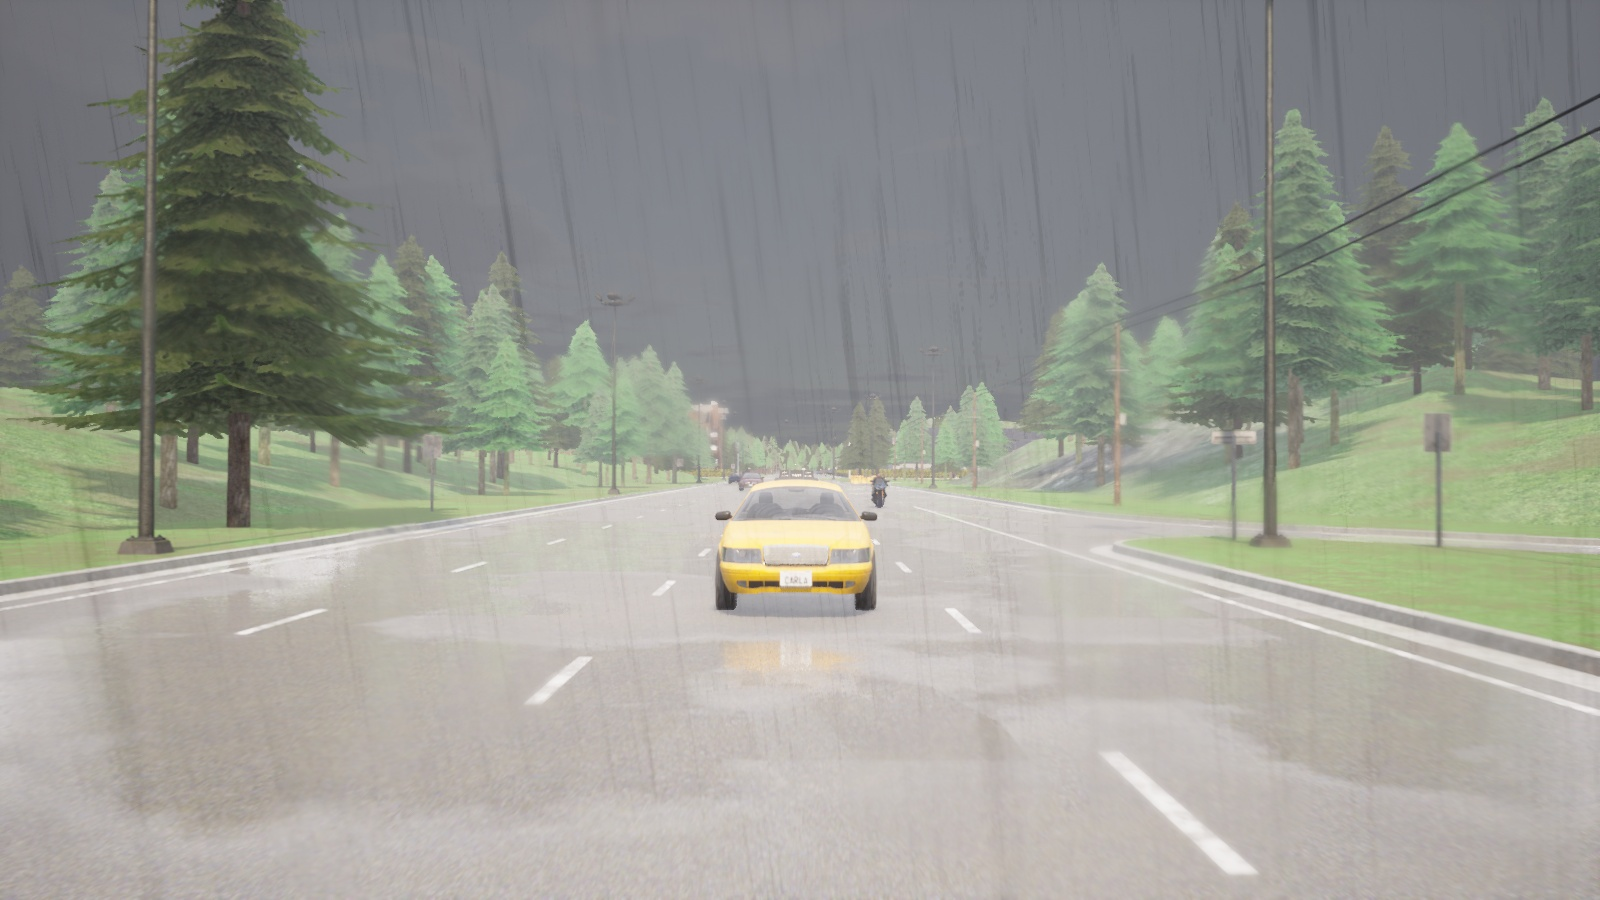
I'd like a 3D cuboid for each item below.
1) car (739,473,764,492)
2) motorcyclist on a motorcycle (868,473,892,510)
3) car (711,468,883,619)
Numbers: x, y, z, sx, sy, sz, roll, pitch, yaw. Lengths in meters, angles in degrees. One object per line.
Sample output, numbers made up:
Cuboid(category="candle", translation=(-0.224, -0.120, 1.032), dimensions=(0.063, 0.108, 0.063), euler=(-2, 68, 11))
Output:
Cuboid(category="car", translation=(-3.736, 2.488, 97.549), dimensions=(1.812, 1.442, 4.674), euler=(0, -1, 0))
Cuboid(category="motorcyclist on a motorcycle", translation=(3.371, 1.728, 53.263), dimensions=(0.866, 1.530, 2.191), euler=(0, -1, 0))
Cuboid(category="car", translation=(-0.039, 1.017, 15.842), dimensions=(1.801, 1.575, 5.366), euler=(0, -1, 0))
